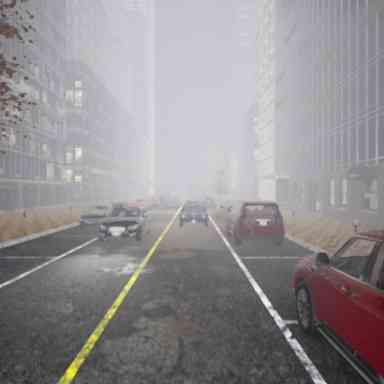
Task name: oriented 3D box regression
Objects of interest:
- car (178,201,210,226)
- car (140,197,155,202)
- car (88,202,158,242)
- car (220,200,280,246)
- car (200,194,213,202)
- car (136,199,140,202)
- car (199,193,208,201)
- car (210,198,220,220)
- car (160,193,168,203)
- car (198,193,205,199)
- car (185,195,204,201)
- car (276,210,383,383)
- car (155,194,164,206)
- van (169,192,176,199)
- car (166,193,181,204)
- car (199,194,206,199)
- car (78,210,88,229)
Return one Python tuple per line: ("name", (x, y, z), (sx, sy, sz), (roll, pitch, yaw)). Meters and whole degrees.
("car", (0.112, 1.522, 22.770), (1.895, 1.301, 4.718), (0, 0, 0))
("car", (-5.667, 1.446, 37.799), (1.802, 1.307, 4.206), (0, 0, 0))
("car", (-3.091, 1.437, 16.038), (2.128, 1.511, 4.902), (0, 0, 0))
("car", (2.703, 1.264, 15.015), (2.192, 1.841, 5.009), (0, 0, 0))
("car", (2.722, 1.360, 54.860), (1.947, 1.339, 4.313), (0, 0, 0))
("car", (-5.673, 1.474, 26.417), (1.947, 1.339, 4.313), (0, 0, 0))
("car", (2.735, 1.137, 77.627), (1.967, 1.590, 4.097), (0, 0, 0))
("car", (2.708, 1.432, 26.569), (1.752, 1.417, 4.829), (0, 0, 0))
("car", (-5.655, 1.316, 60.569), (1.887, 1.381, 4.507), (0, 0, 0))
("car", (2.743, 1.144, 94.873), (1.752, 1.417, 4.829), (0, 0, 0))
("car", (0.122, 1.413, 41.338), (1.994, 1.385, 4.181), (0, 0, 0))
("car", (2.697, 1.303, 3.630), (2.192, 1.841, 5.009), (0, 0, 0))
("car", (-5.661, 1.369, 49.185), (2.008, 1.369, 4.403), (0, 0, 0))
("van", (-5.636, 0.961, 94.722), (1.690, 1.788, 3.998), (0, 0, 0))
("car", (-2.969, 1.390, 59.429), (2.033, 1.411, 5.357), (0, 0, 0))
("car", (2.740, 1.227, 89.011), (1.802, 1.307, 4.206), (0, 0, 0))
("car", (-5.676, 1.480, 20.724), (2.008, 1.369, 4.403), (0, 0, 0))
